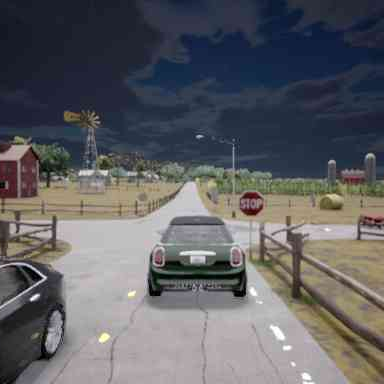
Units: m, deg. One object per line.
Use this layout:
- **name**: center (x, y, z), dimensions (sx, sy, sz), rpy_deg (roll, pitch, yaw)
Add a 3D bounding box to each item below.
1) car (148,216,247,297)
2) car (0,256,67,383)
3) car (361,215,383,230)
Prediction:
- **car**: center (0.118, 1.399, 8.848), dimensions (2.097, 1.767, 4.553), rpy_deg (0, 0, 0)
- **car**: center (-2.808, 1.523, 3.197), dimensions (1.837, 1.490, 4.892), rpy_deg (0, 0, 0)
- **car**: center (14.375, 1.940, 23.110), dimensions (4.718, 1.301, 1.895), rpy_deg (1, 1, 0)
